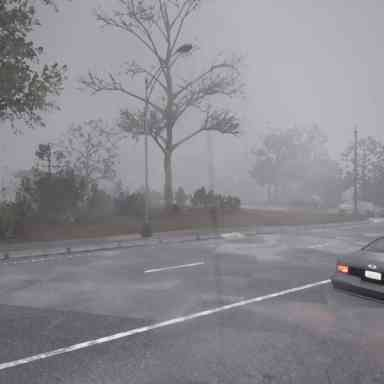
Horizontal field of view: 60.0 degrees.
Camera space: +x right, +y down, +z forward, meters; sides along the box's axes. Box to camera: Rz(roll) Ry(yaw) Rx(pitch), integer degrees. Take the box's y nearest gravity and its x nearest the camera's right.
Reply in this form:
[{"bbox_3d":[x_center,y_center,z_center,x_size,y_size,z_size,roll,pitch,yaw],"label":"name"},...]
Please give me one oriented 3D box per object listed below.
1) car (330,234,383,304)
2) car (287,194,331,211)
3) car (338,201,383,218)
[{"bbox_3d":[5.337,1.547,7.427,5.357,1.411,2.033,0,0,-34],"label":"car"},{"bbox_3d":[14.208,1.226,40.723,2.150,2.045,5.566,0,0,-28],"label":"car"},{"bbox_3d":[15.569,1.525,30.494,1.812,1.442,4.674,0,0,-23],"label":"car"}]
